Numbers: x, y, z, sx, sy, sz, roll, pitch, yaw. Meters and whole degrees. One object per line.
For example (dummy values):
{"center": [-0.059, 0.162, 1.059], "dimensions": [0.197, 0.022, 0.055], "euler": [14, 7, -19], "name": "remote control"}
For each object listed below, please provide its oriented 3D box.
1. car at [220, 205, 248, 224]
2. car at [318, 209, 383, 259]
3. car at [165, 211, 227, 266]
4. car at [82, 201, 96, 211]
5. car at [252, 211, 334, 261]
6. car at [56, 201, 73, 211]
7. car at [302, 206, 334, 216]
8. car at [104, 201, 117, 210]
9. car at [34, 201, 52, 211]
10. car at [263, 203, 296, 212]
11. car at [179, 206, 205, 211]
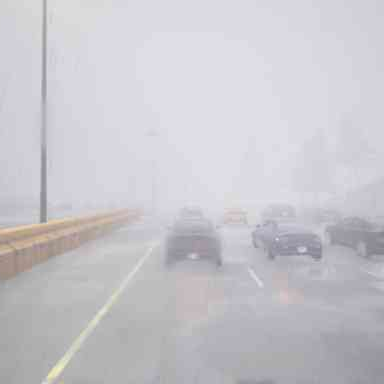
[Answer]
{"center": [3.484, 1.875, 28.463], "dimensions": [1.882, 1.535, 5.008], "euler": [0, 0, -1], "name": "car"}
{"center": [7.069, 1.666, 13.435], "dimensions": [1.882, 1.535, 5.008], "euler": [0, -1, 1], "name": "car"}
{"center": [0.059, 1.679, 12.307], "dimensions": [1.837, 1.490, 4.892], "euler": [0, 0, 1], "name": "car"}
{"center": [-17.116, 2.275, 55.389], "dimensions": [1.837, 1.490, 4.892], "euler": [0, 0, -11], "name": "car"}
{"center": [3.566, 1.708, 12.995], "dimensions": [1.812, 1.442, 4.674], "euler": [0, -1, 1], "name": "car"}
{"center": [-20.222, 2.216, 52.952], "dimensions": [1.882, 1.535, 5.008], "euler": [0, -1, -10], "name": "car"}
{"center": [10.497, 1.873, 27.268], "dimensions": [2.128, 1.511, 4.902], "euler": [0, -1, 0], "name": "car"}
{"center": [-13.756, 2.289, 56.406], "dimensions": [1.837, 1.490, 4.892], "euler": [0, 0, -11], "name": "car"}
{"center": [-23.844, 2.221, 53.357], "dimensions": [1.882, 1.535, 5.008], "euler": [0, -1, -11], "name": "car"}
{"center": [6.999, 1.731, 27.185], "dimensions": [2.097, 1.767, 4.553], "euler": [0, -1, 0], "name": "car"}
{"center": [0.001, 1.873, 27.282], "dimensions": [2.128, 1.511, 4.902], "euler": [0, -1, 0], "name": "car"}
